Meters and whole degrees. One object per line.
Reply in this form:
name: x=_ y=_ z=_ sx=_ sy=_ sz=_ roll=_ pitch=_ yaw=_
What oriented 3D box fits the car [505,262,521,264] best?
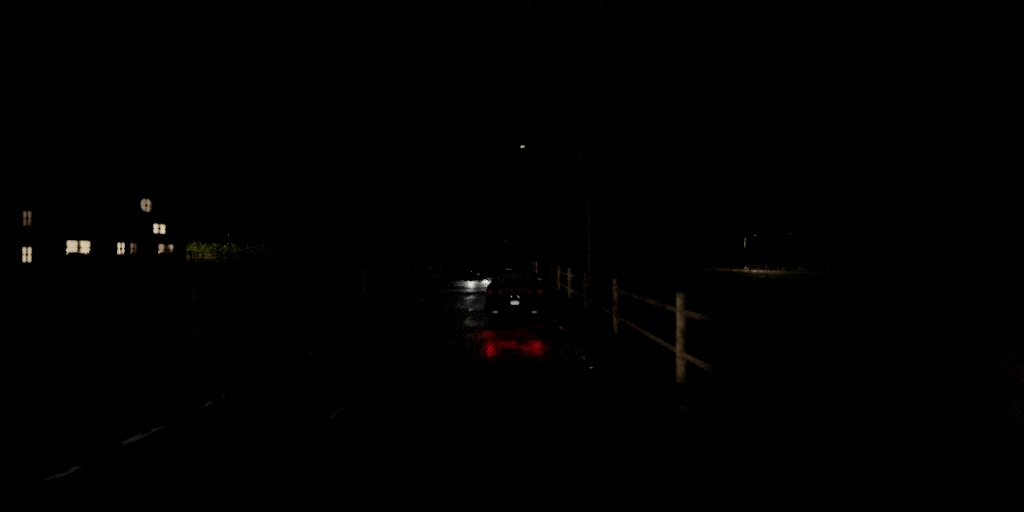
car: x=0.101 y=1.264 z=30.771 sx=2.128 sy=1.511 sz=4.902 roll=0 pitch=0 yaw=0

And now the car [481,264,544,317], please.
car: x=0.093 y=1.235 z=13.163 sx=1.882 sy=1.535 sz=5.008 roll=0 pitch=0 yaw=0

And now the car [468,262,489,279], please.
car: x=-2.839 y=1.280 z=32.704 sx=1.837 sy=1.490 sz=4.892 roll=0 pitch=0 yaw=0
